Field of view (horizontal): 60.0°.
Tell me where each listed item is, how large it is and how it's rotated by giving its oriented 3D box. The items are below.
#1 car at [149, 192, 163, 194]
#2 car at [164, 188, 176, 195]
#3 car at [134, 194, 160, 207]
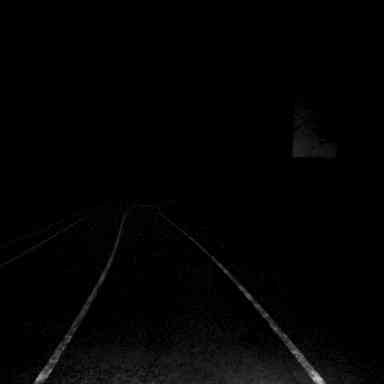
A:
[{"bbox_3d":[-6.023,0.695,52.397,1.812,1.442,4.674,0,1,1],"label":"car"},{"bbox_3d":[-5.459,0.074,80.362,2.150,2.045,5.566,1,1,14],"label":"car"},{"bbox_3d":[-3.730,1.033,26.164,1.895,1.301,4.718,-1,1,-10],"label":"car"}]
